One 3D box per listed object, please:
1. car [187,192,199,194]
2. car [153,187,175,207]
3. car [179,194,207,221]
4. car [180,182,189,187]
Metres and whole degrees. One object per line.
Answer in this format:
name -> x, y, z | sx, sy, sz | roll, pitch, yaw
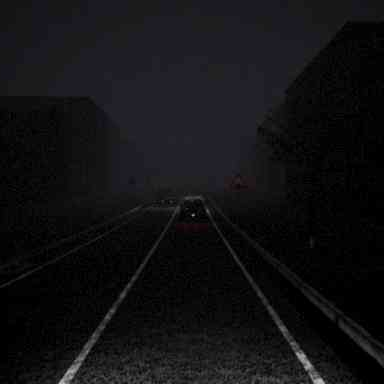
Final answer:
car -> 0.087, 0.642, 42.756 | 1.895, 1.301, 4.718 | 0, 3, 0
car -> -3.115, 0.498, 38.241 | 2.150, 2.045, 5.566 | 0, 3, 0
car -> 0.088, 1.241, 24.950 | 2.128, 1.511, 4.902 | 0, 3, 0
car -> -1.756, -1.586, 80.188 | 1.837, 1.490, 4.892 | 0, 2, 7
